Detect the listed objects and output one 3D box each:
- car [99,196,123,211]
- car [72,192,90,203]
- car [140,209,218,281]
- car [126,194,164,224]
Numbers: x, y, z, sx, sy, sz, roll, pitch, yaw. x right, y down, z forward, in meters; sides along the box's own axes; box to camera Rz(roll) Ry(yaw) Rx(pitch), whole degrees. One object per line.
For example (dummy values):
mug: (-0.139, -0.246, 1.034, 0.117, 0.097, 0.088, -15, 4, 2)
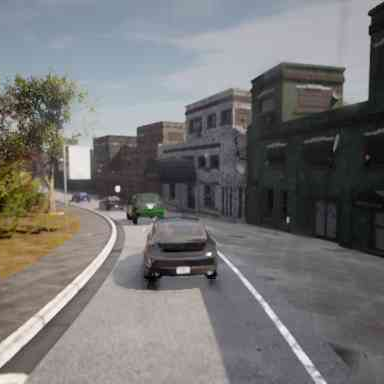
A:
car: (-9.222, 1.222, 37.681, 1.837, 1.490, 4.892, -2, 2, -28)
car: (-16.433, 0.722, 49.242, 1.812, 1.442, 4.674, -3, 4, -33)
car: (-0.449, 1.485, 9.905, 1.837, 1.490, 4.892, 0, 1, -6)
car: (-3.602, 1.163, 24.927, 2.150, 2.045, 5.566, -1, -1, -17)
